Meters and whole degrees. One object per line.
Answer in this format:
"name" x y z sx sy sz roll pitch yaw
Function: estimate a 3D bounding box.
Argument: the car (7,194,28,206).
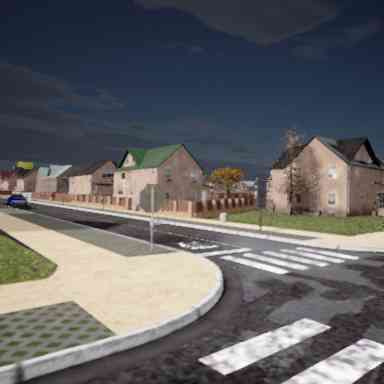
"car" -22.070 1.015 42.029 1.812 1.442 4.674 2 -1 -38
